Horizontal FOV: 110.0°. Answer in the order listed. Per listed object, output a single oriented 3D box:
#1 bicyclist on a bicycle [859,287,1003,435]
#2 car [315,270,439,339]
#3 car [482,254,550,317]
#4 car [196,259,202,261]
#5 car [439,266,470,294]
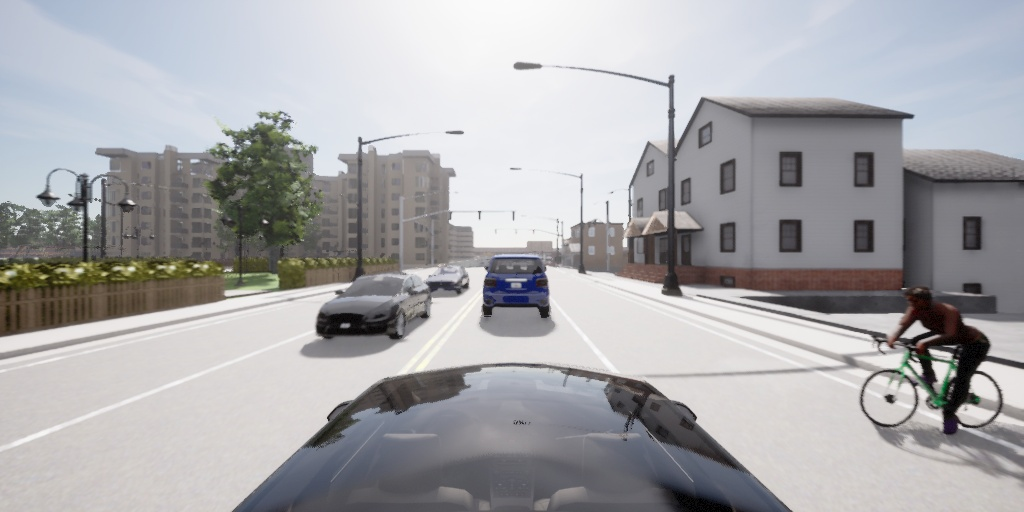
[{"bbox_3d":[4.824,1.183,4.125,1.656,1.620,0.582,1,0,0],"label":"bicyclist on a bicycle"},{"bbox_3d":[-3.569,1.245,10.123,1.837,1.490,4.892,0,0,0],"label":"car"},{"bbox_3d":[0.138,0.966,13.306,2.150,2.045,5.566,0,0,0],"label":"car"},{"bbox_3d":[-42.676,1.176,48.345,4.674,1.442,1.812,0,0,2],"label":"car"},{"bbox_3d":[-3.515,1.282,20.453,2.033,1.411,5.357,0,0,0],"label":"car"}]
